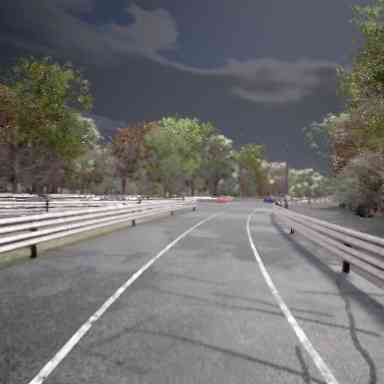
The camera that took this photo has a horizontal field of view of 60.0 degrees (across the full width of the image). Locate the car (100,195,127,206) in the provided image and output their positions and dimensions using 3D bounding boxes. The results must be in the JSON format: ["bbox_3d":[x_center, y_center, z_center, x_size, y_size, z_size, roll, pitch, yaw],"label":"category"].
[{"bbox_3d":[-9.777,1.135,43.312,2.097,1.767,4.553,2,0,31],"label":"car"}]

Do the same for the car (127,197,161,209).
[{"bbox_3d":[-5.718,1.423,43.297,1.882,1.535,5.008,2,0,31],"label":"car"}]

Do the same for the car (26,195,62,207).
[{"bbox_3d":[-16.857,1.074,38.274,1.994,1.385,4.181,2,0,31],"label":"car"}]

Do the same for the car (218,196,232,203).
[{"bbox_3d":[7.974,1.774,79.938,2.097,1.767,4.553,2,0,31],"label":"car"}]
